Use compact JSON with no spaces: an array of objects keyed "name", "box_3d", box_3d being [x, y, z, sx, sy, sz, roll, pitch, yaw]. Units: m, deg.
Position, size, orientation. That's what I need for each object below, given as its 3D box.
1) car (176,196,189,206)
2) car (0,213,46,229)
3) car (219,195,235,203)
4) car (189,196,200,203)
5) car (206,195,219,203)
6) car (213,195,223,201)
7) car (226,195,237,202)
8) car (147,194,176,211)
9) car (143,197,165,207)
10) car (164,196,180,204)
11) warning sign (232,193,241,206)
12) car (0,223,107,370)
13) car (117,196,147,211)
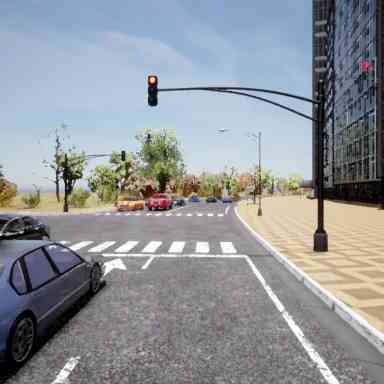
[{"name":"car","box_3d":[-2.289,1.492,53.165,2.128,1.511,4.902,0,0,9]},{"name":"car","box_3d":[-6.329,1.504,10.765,1.837,1.490,4.892,0,0,2]},{"name":"car","box_3d":[7.496,1.561,70.037,2.033,1.411,5.357,0,0,12]},{"name":"car","box_3d":[0.415,1.534,68.340,1.812,1.442,4.674,0,0,11]},{"name":"car","box_3d":[4.217,1.559,70.759,1.994,1.385,4.181,0,0,12]},{"name":"car","box_3d":[6.340,1.392,80.466,1.812,1.442,4.674,0,0,14]},{"name":"car","box_3d":[9.650,1.545,80.338,2.128,1.511,4.902,0,0,14]},{"name":"car","box_3d":[-3.896,1.221,41.441,2.150,2.045,5.566,0,0,7]},{"name":"car","box_3d":[-5.828,1.548,51.567,2.033,1.411,5.357,0,0,8]},{"name":"car","box_3d":[-3.808,1.510,63.572,1.837,1.490,4.892,0,0,11]},{"name":"warning sign","box_3d":[6.478,1.122,48.189,1.300,1.860,1.060,0,0,8]},{"name":"car","box_3d":[-3.035,1.547,5.651,2.033,1.411,5.357,0,0,1]},{"name":"car","box_3d":[-7.371,1.350,40.021,2.097,1.767,4.553,0,0,8]}]
